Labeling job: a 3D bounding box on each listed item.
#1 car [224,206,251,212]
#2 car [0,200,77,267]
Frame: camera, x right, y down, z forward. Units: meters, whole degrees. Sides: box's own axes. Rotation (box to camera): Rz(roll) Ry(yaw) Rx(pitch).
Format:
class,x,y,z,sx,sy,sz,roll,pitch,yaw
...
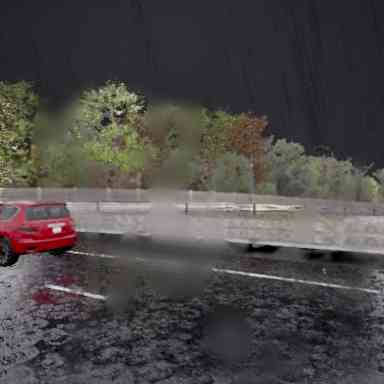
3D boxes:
class,x,y,z,sx,sy,sz,roll,pitch,yaw
car,6.895,2.376,50.318,4.181,1.385,1.994,3,-2,-31
car,-6.649,1.317,11.922,5.566,2.045,2.150,0,0,29
